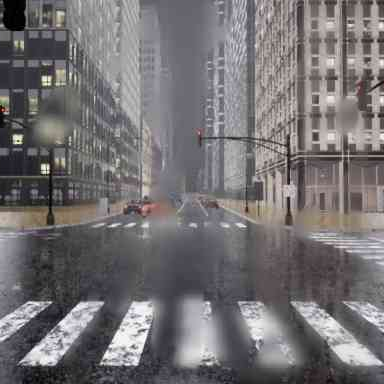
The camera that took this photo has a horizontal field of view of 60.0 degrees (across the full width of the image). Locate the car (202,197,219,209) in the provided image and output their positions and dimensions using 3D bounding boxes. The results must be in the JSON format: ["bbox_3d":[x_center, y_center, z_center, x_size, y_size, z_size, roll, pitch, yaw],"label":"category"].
[{"bbox_3d":[2.694,1.599,45.006,1.802,1.307,4.206,1,0,0],"label":"car"}]

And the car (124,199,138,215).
[{"bbox_3d":[-5.680,1.453,33.792,1.967,1.590,4.097,1,0,0],"label":"car"}]

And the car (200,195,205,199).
[{"bbox_3d":[2.694,1.547,56.332,1.752,1.417,4.829,1,0,0],"label":"car"}]

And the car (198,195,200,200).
[{"bbox_3d":[2.692,1.590,61.739,1.947,1.339,4.313,1,0,0],"label":"car"}]

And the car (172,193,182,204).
[{"bbox_3d":[-3.019,1.248,64.185,2.150,2.045,5.566,0,0,0],"label":"car"}]

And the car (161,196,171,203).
[{"bbox_3d":[-5.690,1.573,72.818,1.887,1.381,4.507,1,0,0],"label":"car"}]

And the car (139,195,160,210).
[{"bbox_3d":[-5.680,1.332,44.943,2.192,1.841,5.009,1,0,0],"label":"car"}]

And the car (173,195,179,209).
[{"bbox_3d":[-3.105,1.523,44.958,1.837,1.490,4.892,0,0,0],"label":"car"}]

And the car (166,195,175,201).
[{"bbox_3d":[-5.693,1.587,89.544,2.008,1.369,4.403,1,0,0],"label":"car"}]

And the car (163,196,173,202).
[{"bbox_3d":[-5.691,1.582,78.393,2.008,1.369,4.403,1,0,0],"label":"car"}]

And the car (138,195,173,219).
[{"bbox_3d":[-3.111,1.363,29.260,2.097,1.767,4.553,0,0,0],"label":"car"}]

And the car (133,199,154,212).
[{"bbox_3d":[-5.685,1.597,39.367,1.802,1.307,4.206,1,0,0],"label":"car"}]
